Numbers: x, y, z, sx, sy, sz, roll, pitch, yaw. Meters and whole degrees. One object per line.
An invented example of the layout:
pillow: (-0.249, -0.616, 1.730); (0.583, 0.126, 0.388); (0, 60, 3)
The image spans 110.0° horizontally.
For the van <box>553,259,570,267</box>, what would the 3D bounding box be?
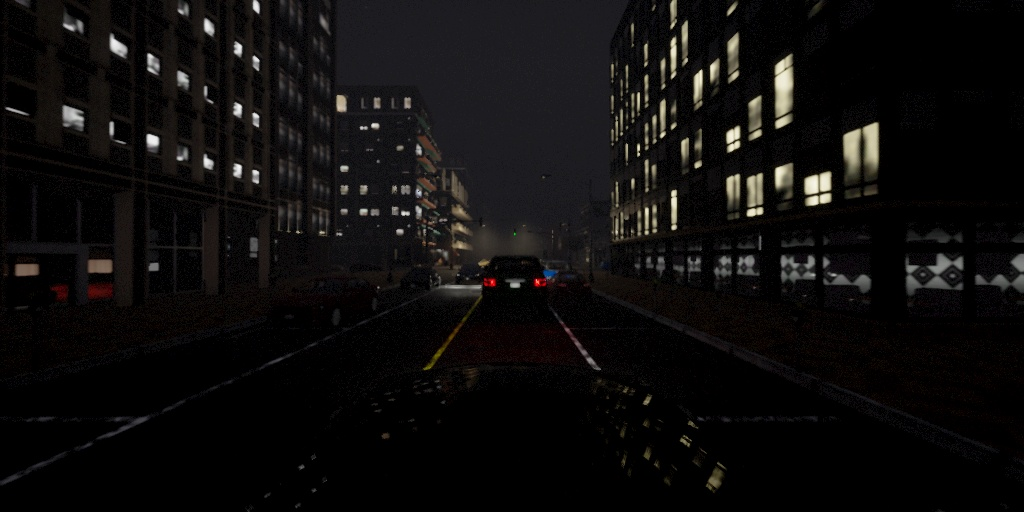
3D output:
van: (2.653, 1.115, 22.746); (1.690, 1.789, 3.998); (0, 0, 0)

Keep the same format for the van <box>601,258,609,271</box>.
van: (14.887, 1.231, 52.012); (3.998, 1.789, 1.690); (0, 0, 0)

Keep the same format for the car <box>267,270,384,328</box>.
car: (-5.692, 1.306, 11.393); (1.888, 1.381, 4.507); (0, 0, 0)

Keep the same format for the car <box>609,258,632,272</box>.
car: (14.911, 1.154, 43.633); (5.009, 1.841, 2.192); (0, 0, 0)

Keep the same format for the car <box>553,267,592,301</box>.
car: (2.654, 1.349, 17.057); (1.802, 1.307, 4.207); (0, 0, 0)

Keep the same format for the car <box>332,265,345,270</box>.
car: (-22.968, 1.264, 43.534); (4.829, 1.417, 1.751); (0, 0, 0)

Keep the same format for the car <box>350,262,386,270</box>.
car: (-17.475, 1.331, 43.549); (4.207, 1.307, 1.802); (0, 0, 0)

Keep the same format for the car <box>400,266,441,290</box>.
car: (-5.694, 1.341, 22.770); (1.948, 1.339, 4.313); (0, 0, 0)

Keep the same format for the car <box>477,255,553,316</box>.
car: (0.098, 0.985, 13.628); (2.150, 2.045, 5.566); (0, 0, 0)

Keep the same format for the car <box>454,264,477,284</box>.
car: (-3.080, 1.306, 27.155); (1.812, 1.442, 4.674); (0, 0, 0)
